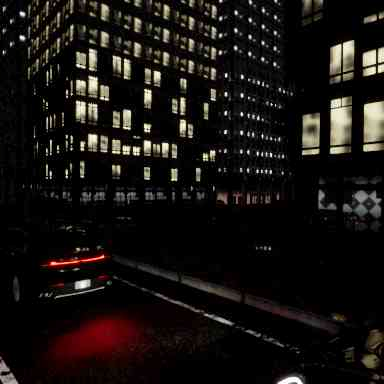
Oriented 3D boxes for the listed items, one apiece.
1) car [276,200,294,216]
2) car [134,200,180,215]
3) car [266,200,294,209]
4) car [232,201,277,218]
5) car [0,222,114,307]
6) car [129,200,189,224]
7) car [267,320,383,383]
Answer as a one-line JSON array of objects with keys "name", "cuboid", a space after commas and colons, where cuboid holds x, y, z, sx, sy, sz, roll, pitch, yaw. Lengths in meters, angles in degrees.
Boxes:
[{"name": "car", "cuboid": [10.356, 1.936, 37.449, 4.206, 1.307, 1.802, 1, 0, -40]}, {"name": "car", "cuboid": [-3.800, 1.648, 36.449, 4.829, 1.417, 1.752, 1, 0, -40]}, {"name": "car", "cuboid": [13.547, 1.882, 51.124, 4.313, 1.339, 1.947, 1, 0, -40]}, {"name": "car", "cuboid": [6.180, 1.833, 33.915, 4.829, 1.417, 1.752, 1, 0, -40]}, {"name": "car", "cuboid": [-3.662, 1.501, 8.124, 1.837, 1.490, 4.892, 0, 0, -41]}, {"name": "car", "cuboid": [-2.559, 1.524, 26.520, 5.009, 1.841, 2.192, 1, 0, -40]}, {"name": "car", "cuboid": [2.420, 1.352, 1.331, 2.097, 1.767, 4.553, 0, 0, -41]}]
